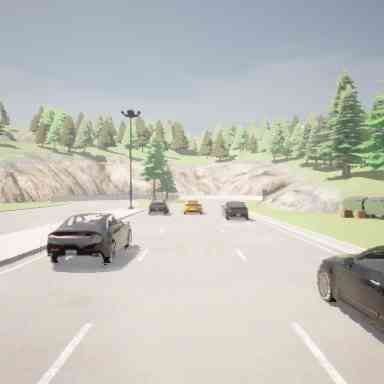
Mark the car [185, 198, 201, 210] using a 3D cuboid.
[{"bbox_3d":[0.139,1.547,44.510,2.033,1.411,5.357,0,0,1],"label":"car"}]

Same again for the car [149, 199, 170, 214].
[{"bbox_3d":[-3.401,1.489,35.043,2.128,1.511,4.902,0,0,0],"label":"car"}]

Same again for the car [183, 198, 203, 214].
[{"bbox_3d":[0.097,1.478,34.682,1.882,1.535,5.008,0,0,0],"label":"car"}]

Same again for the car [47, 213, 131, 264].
[{"bbox_3d":[-3.400,1.491,11.795,2.128,1.511,4.902,0,0,0],"label":"car"}]

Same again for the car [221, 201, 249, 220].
[{"bbox_3d":[3.601,1.505,28.071,1.837,1.490,4.892,0,0,0],"label":"car"}]

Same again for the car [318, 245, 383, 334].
[{"bbox_3d":[3.597,1.526,5.230,1.812,1.442,4.674,0,0,0],"label":"car"}]
